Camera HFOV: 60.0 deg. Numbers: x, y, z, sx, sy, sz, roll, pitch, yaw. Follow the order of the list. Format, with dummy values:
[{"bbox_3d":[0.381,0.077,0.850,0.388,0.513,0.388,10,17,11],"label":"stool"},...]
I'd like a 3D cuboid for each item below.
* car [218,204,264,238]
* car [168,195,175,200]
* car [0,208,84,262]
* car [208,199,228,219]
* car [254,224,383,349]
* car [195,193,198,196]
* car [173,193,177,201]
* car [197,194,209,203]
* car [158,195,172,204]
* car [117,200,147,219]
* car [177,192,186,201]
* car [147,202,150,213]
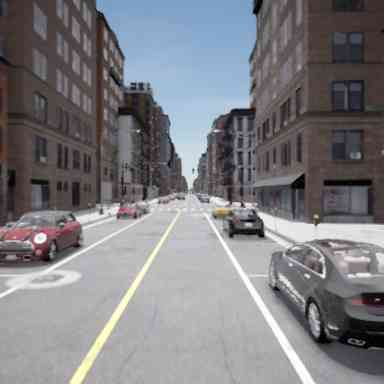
[{"bbox_3d":[2.642,1.560,17.597,1.947,1.339,4.313,0,0,0],"label":"car"},{"bbox_3d":[-5.396,1.482,88.378,1.752,1.417,4.829,0,0,0],"label":"car"},{"bbox_3d":[-5.384,1.437,11.914,1.967,1.590,4.097,0,0,0],"label":"car"},{"bbox_3d":[2.644,1.515,29.130,1.752,1.417,4.829,0,0,0],"label":"car"},{"bbox_3d":[2.640,1.549,6.235,2.008,1.369,4.403,0,0,0],"label":"car"},{"bbox_3d":[2.664,1.272,88.548,2.192,1.841,5.009,0,0,0],"label":"car"},{"bbox_3d":[-5.392,1.400,83.142,1.967,1.590,4.097,0,0,0],"label":"car"},{"bbox_3d":[2.654,1.519,66.923,2.008,1.369,4.403,0,0,0],"label":"car"},{"bbox_3d":[-5.376,1.523,61.517,2.008,1.369,4.403,0,0,0],"label":"car"},{"bbox_3d":[-5.381,1.572,28.960,1.802,1.307,4.206,0,0,0],"label":"car"},{"bbox_3d":[-2.732,1.436,86.607,1.882,1.535,5.008,0,0,0],"label":"car"},{"bbox_3d":[-5.379,1.538,34.641,2.008,1.369,4.403,0,0,0],"label":"car"}]
